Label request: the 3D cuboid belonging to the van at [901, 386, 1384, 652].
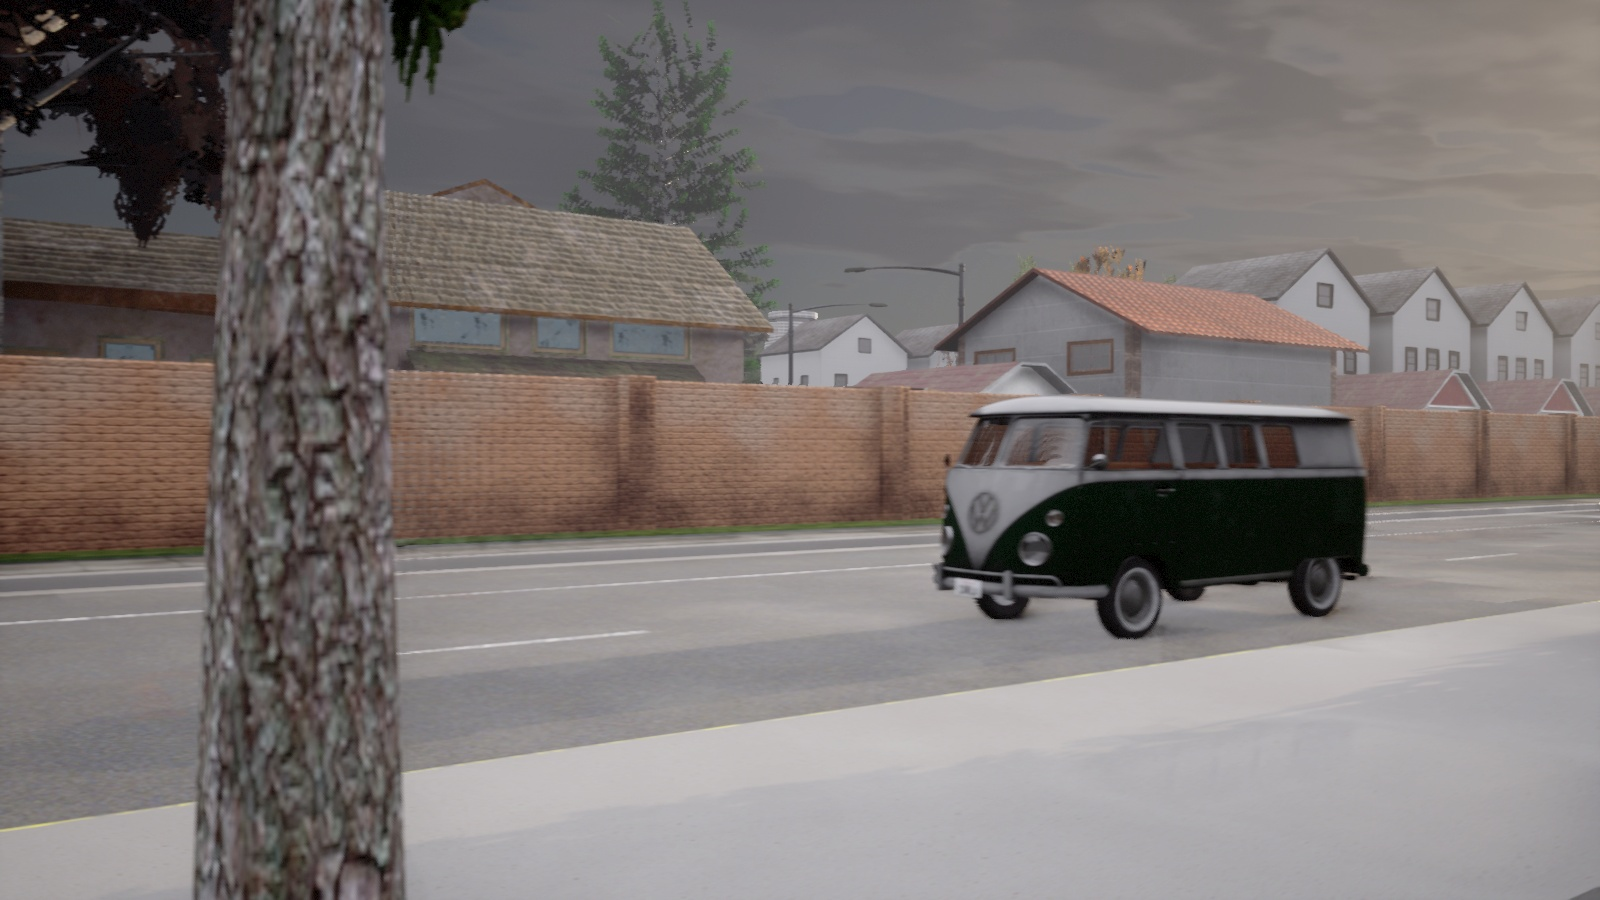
[{"bbox_3d":[3.202,0.519,11.371,4.442,1.987,1.775,0,0,-35],"label":"van"}]
